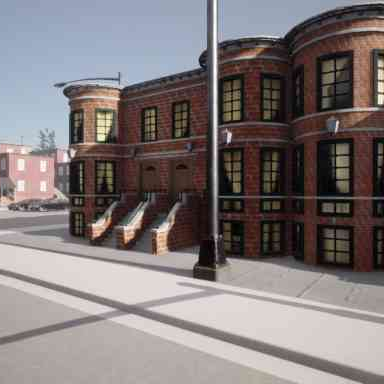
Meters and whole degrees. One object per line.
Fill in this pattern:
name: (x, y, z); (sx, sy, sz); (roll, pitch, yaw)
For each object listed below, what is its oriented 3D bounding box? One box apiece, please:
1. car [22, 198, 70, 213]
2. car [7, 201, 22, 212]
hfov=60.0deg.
car: (-15.979, 1.491, 37.557); (2.128, 1.511, 4.902); (0, 0, 36)
car: (-19.087, 1.504, 39.235); (1.837, 1.490, 4.892); (0, 0, 36)
